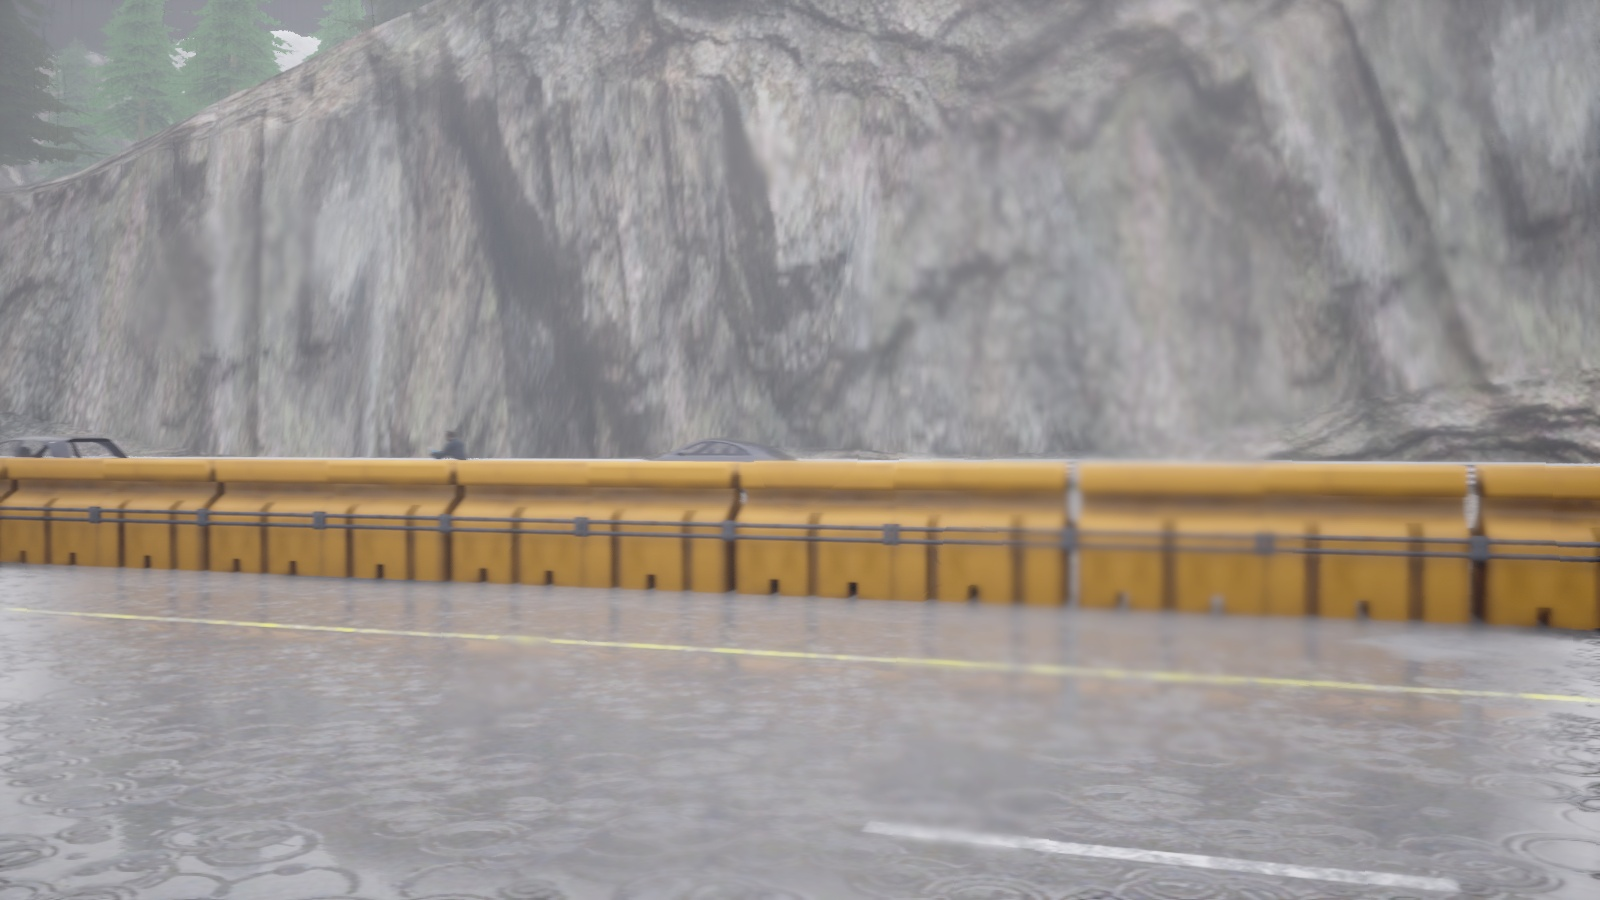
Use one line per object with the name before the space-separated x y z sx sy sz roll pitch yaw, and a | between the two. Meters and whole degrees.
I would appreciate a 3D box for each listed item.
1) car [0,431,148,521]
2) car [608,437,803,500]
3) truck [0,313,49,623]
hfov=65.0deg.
car | -14.038 0.421 22.859 3.633 1.501 1.845 1 1 19
car | -2.227 0.403 29.856 4.181 1.385 1.994 1 1 19
truck | -9.117 0.151 10.015 5.204 2.467 2.627 0 1 19
